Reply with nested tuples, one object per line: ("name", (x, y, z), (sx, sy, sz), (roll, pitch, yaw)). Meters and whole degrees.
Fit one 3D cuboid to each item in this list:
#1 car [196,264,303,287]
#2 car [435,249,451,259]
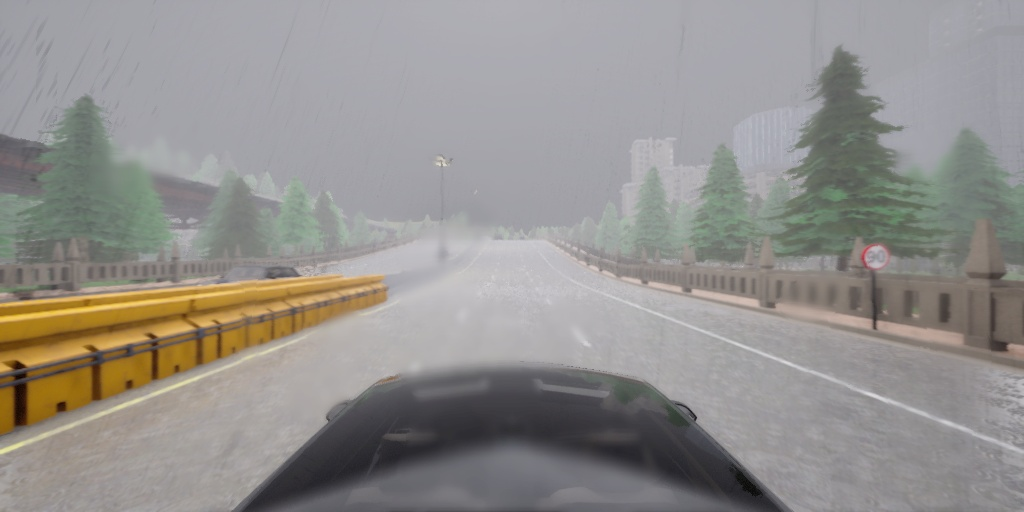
("car", (-10.483, 1.167, 14.681), (2.097, 1.767, 4.553), (0, -1, 0))
("car", (-10.705, -0.320, 55.733), (1.812, 1.442, 4.674), (0, 7, 0))
